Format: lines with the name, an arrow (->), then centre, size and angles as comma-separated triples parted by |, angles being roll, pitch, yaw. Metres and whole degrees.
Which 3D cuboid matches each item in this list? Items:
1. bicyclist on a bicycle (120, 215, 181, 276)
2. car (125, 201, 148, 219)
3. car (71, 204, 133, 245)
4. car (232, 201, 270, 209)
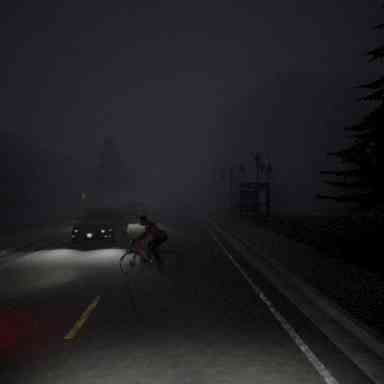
bicyclist on a bicycle -> -1.140, 1.451, 8.953 | 1.656, 1.620, 0.582 | -2, 0, -2
car -> -4.629, 1.477, 26.855 | 1.882, 1.535, 5.008 | 0, 0, -2
car -> -4.193, 1.506, 15.678 | 1.837, 1.490, 4.892 | 0, 0, -3
car -> 7.733, 1.584, 43.724 | 4.718, 1.301, 1.895 | 0, 0, -4
